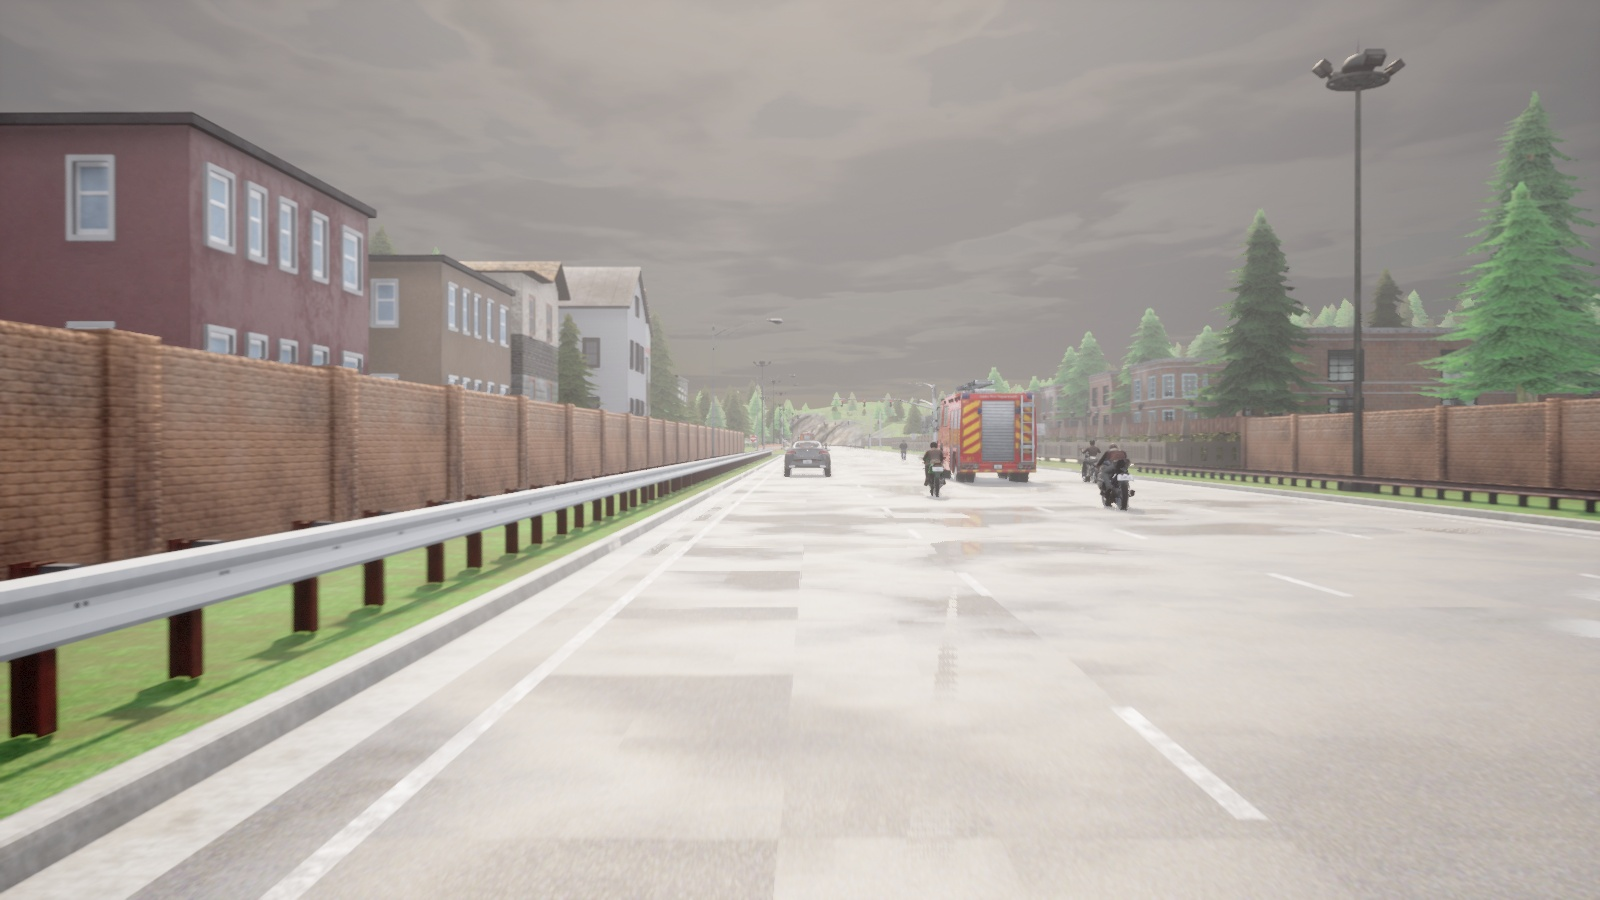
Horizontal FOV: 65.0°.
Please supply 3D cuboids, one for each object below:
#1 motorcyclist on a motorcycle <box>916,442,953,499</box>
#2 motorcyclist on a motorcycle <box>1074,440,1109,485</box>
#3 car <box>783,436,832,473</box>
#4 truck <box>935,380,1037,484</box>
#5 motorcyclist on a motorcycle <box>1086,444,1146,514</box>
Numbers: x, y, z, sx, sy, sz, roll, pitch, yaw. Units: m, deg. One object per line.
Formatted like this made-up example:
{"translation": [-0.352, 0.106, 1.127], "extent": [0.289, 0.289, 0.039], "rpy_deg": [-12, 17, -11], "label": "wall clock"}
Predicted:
{"translation": [3.713, 0.536, 34.770], "extent": [0.797, 1.523, 2.044], "rpy_deg": [0, 0, 0], "label": "motorcyclist on a motorcycle"}
{"translation": [10.780, 0.444, 46.543], "extent": [0.766, 1.649, 2.350], "rpy_deg": [0, 0, 0], "label": "motorcyclist on a motorcycle"}
{"translation": [0.346, 0.199, 58.080], "extent": [2.152, 1.651, 5.027], "rpy_deg": [0, 0, 0], "label": "car"}
{"translation": [7.303, -0.696, 50.510], "extent": [2.891, 3.827, 8.468], "rpy_deg": [0, 0, 0], "label": "truck"}
{"translation": [7.157, 0.627, 28.573], "extent": [0.866, 1.530, 2.191], "rpy_deg": [0, 0, 1], "label": "motorcyclist on a motorcycle"}
